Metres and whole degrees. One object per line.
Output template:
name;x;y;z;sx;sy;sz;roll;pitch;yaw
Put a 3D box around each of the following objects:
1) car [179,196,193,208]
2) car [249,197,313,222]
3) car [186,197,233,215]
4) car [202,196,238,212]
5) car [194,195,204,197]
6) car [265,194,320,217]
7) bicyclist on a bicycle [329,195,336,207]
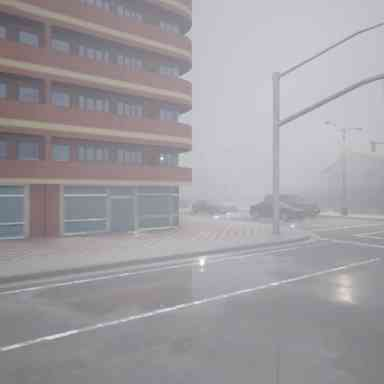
car;-2.344;1.505;46.597;1.837;1.490;4.892;0;0;-34
car;6.867;1.478;27.014;1.882;1.535;5.008;0;0;-34
car;1.744;1.526;34.491;1.812;1.442;4.674;0;0;-35
car;3.315;1.526;38.390;1.812;1.442;4.674;0;0;-35
car;0.787;1.352;62.494;2.097;1.767;4.553;0;0;-35
car;8.854;1.221;30.344;2.150;2.045;5.566;0;0;-34
bicyclist on a bicycle;19.354;1.301;45.898;1.656;1.620;0.582;0;0;-35
